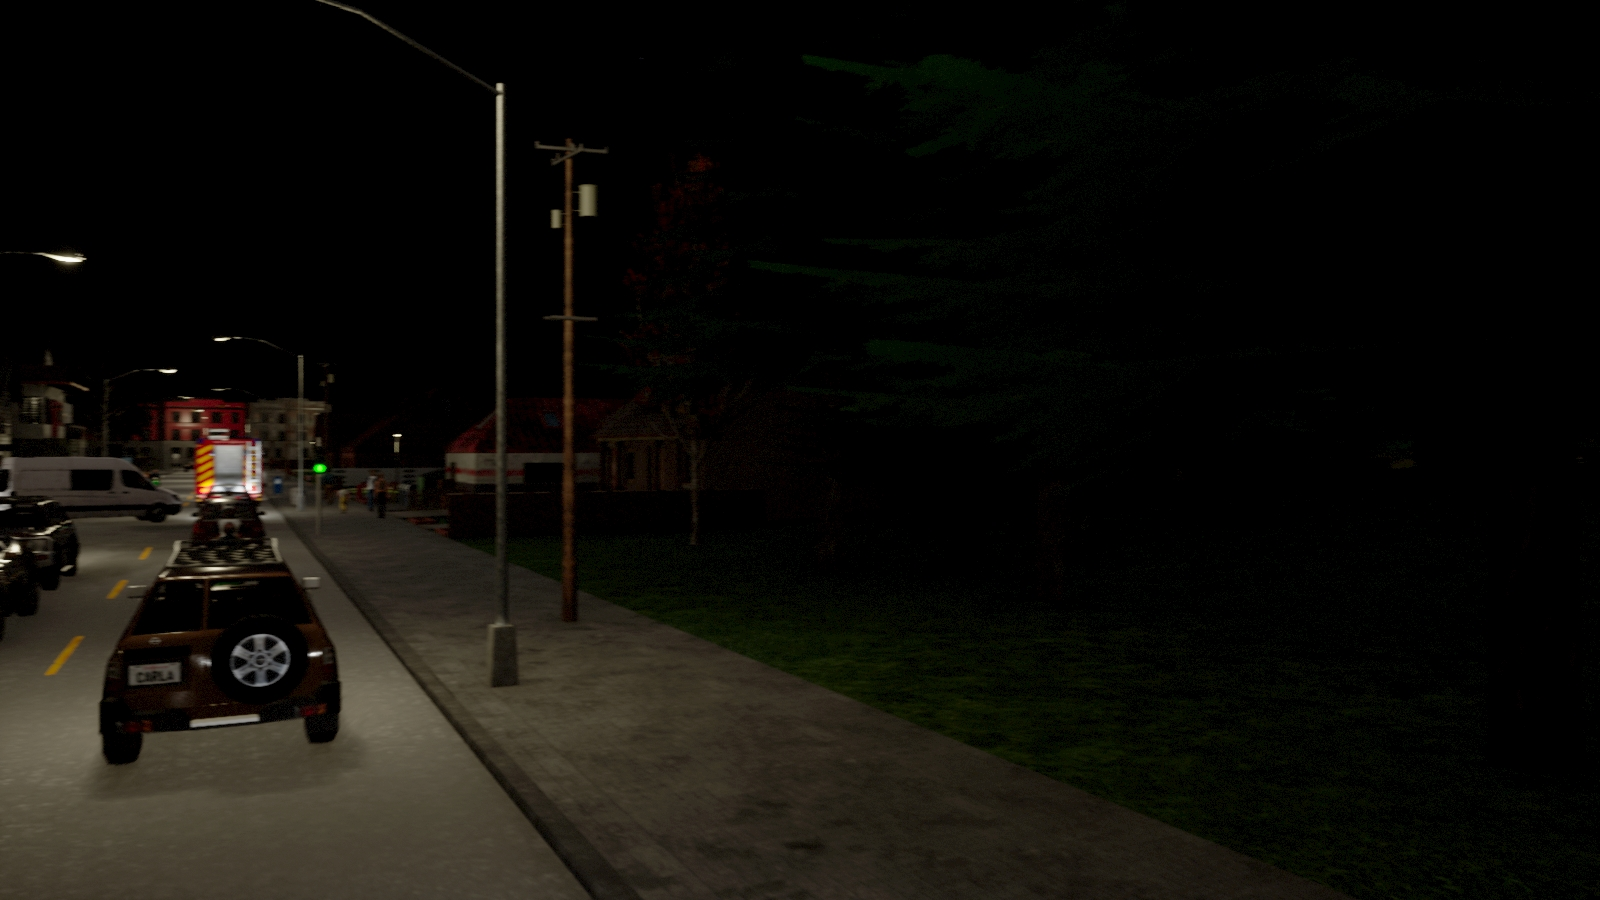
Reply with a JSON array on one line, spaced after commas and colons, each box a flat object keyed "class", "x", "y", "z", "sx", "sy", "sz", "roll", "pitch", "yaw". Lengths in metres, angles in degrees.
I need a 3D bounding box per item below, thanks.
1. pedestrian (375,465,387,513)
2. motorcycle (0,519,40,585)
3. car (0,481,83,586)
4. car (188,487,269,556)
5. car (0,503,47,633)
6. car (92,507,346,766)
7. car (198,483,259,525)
[{"class": "pedestrian", "x": -16.322, "y": 1.531, "z": 44.535, "sx": 0.375, "sy": 1.860, "sz": 0.375, "roll": 0, "pitch": 0, "yaw": -29}, {"class": "motorcycle", "x": -15.685, "y": 1.999, "z": 22.647, "sx": 0.803, "sy": 1.145, "sz": 2.033, "roll": 0, "pitch": 0, "yaw": -27}, {"class": "car", "x": -16.314, "y": 1.650, "z": 23.725, "sx": 1.932, "sy": 1.855, "sz": 4.605, "roll": 0, "pitch": 0, "yaw": -26}, {"class": "car", "x": -14.918, "y": 1.811, "z": 29.846, "sx": 1.789, "sy": 1.549, "sz": 3.705, "roll": 0, "pitch": 0, "yaw": -27}, {"class": "car", "x": -13.276, "y": 1.777, "z": 17.655, "sx": 2.152, "sy": 1.651, "sz": 5.027, "roll": 0, "pitch": 0, "yaw": -27}, {"class": "car", "x": -5.926, "y": 1.646, "z": 11.811, "sx": 1.932, "sy": 1.855, "sz": 4.605, "roll": 0, "pitch": 0, "yaw": -26}, {"class": "car", "x": -20.943, "y": 1.942, "z": 41.899, "sx": 1.895, "sy": 1.301, "sz": 4.718, "roll": 0, "pitch": 0, "yaw": -27}]
